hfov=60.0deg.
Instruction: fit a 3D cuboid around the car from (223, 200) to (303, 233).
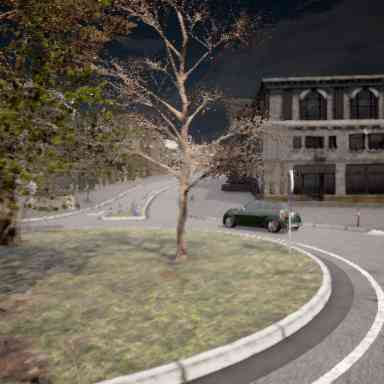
[{"bbox_3d":[3.870,1.235,18.986,2.097,1.767,4.553,0,1,-41],"label":"car"}]
